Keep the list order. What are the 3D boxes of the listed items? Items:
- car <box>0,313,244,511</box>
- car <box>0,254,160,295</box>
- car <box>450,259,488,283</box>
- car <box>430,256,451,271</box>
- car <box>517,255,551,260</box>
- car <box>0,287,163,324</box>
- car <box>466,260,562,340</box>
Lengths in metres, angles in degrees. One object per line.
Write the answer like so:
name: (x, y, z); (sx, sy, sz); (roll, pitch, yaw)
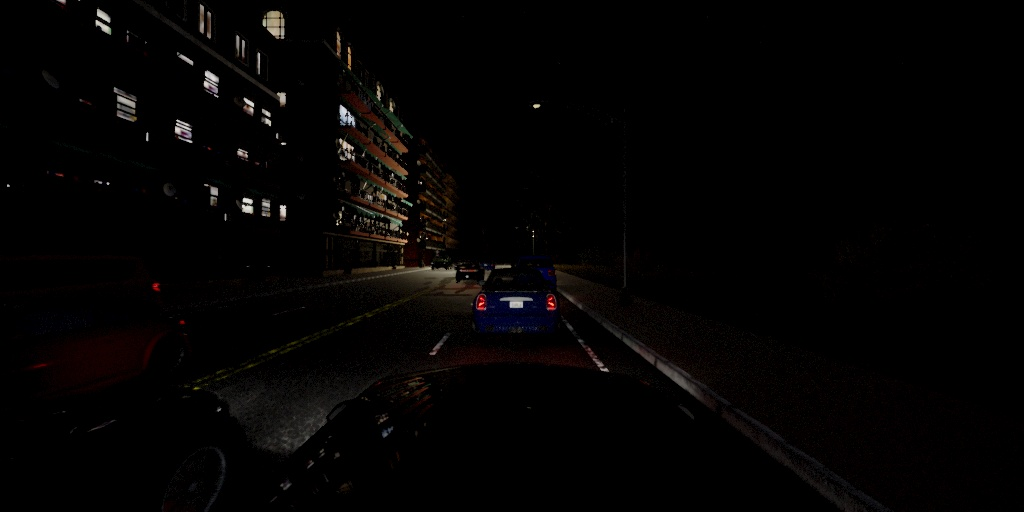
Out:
car: (-3.155, 1.276, 1.027); (1.812, 1.442, 4.674); (0, 0, 0)
car: (-9.852, 0.972, 6.646); (2.150, 2.045, 5.566); (0, 0, 0)
car: (-3.150, 1.243, 27.677); (2.128, 1.511, 4.902); (0, 0, 0)
car: (-9.844, 0.973, 50.284); (2.150, 2.045, 5.566); (0, 0, 0)
car: (1.137, 0.977, 19.697); (2.150, 2.045, 5.566); (0, 0, 0)
car: (-6.603, 1.314, 4.540); (1.994, 1.385, 4.181); (0, 0, 0)
car: (0.098, 1.103, 10.122); (2.097, 1.767, 4.553); (0, 0, 0)
